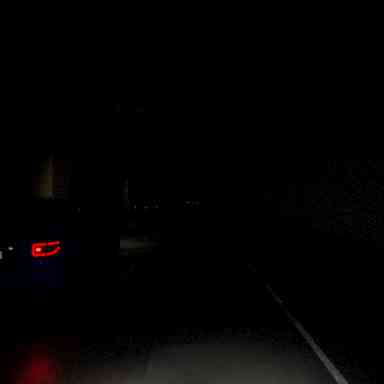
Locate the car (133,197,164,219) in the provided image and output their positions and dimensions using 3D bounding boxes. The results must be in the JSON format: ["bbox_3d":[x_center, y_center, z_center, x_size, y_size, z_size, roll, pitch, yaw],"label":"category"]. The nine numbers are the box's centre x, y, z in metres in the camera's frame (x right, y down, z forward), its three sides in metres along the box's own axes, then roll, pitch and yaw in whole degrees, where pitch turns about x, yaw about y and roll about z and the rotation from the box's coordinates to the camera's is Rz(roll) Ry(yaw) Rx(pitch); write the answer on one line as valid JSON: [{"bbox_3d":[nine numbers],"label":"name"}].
[{"bbox_3d":[-3.408,1.175,26.813,2.097,1.767,4.553,0,0,0],"label":"car"}]

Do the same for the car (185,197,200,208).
[{"bbox_3d":[0.087,1.271,42.054,2.033,1.411,5.357,0,0,0],"label":"car"}]

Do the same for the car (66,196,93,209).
[{"bbox_3d":[-14.098,1.287,41.995,1.994,1.385,4.181,0,0,0],"label":"car"}]

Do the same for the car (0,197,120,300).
[{"bbox_3d":[-3.403,1.165,8.405,2.150,2.045,5.566,0,0,0],"label":"car"}]
